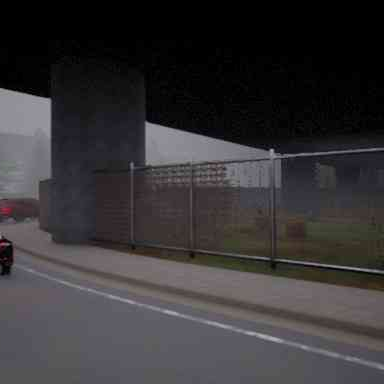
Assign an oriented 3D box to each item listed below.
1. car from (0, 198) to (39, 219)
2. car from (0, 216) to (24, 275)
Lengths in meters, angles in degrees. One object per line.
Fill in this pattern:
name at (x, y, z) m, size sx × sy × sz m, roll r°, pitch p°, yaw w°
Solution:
car at (-14.625, 1.536, 29.369) m, size 2.150 × 2.045 × 5.566 m, roll -2°, pitch -1°, yaw 22°
car at (-6.887, 1.614, 9.863) m, size 4.902 × 1.511 × 2.128 m, roll -1°, pitch 0°, yaw 44°
